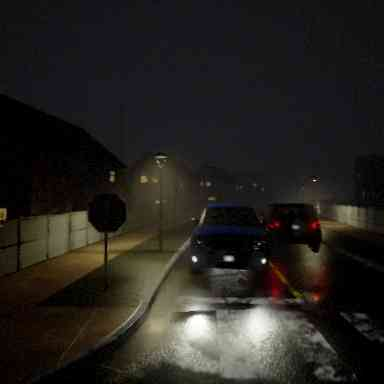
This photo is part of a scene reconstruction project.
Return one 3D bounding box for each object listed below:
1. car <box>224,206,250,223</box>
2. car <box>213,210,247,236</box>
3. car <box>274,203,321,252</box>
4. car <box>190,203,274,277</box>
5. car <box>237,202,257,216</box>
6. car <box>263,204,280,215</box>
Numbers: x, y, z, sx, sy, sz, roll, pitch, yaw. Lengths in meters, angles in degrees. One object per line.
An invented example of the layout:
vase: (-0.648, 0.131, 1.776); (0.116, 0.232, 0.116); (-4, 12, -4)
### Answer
car: (4.423, 2.093, 32.090); (2.033, 1.411, 5.357); (0, -1, 12)
car: (2.606, 1.956, 21.967); (1.994, 1.385, 4.181); (0, -1, 10)
car: (4.481, 1.509, 15.623); (2.150, 2.045, 5.566); (0, -1, 9)
car: (1.283, 1.424, 11.326); (2.150, 2.045, 5.566); (0, -1, 7)
car: (7.131, 2.160, 42.575); (1.837, 1.490, 4.892); (0, 0, 17)
car: (10.520, 2.275, 43.828); (1.895, 1.301, 4.718); (0, 0, 18)
